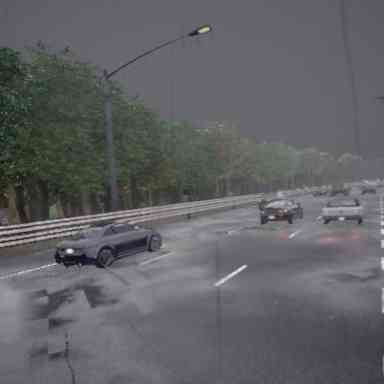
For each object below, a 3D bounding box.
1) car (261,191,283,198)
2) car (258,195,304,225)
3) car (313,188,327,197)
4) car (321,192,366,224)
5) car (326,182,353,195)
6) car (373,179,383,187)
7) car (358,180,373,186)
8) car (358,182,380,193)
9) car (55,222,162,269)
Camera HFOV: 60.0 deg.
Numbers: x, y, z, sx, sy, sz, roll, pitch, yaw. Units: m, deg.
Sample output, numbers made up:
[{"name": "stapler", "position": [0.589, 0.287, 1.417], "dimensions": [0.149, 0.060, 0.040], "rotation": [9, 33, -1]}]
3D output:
[{"name": "car", "position": [7.822, 0.772, 31.536], "dimensions": [2.097, 1.767, 4.553], "rotation": [-4, 0, 30]}, {"name": "car", "position": [5.496, 1.132, 20.288], "dimensions": [1.812, 1.442, 4.674], "rotation": [-4, 0, 30]}, {"name": "car", "position": [21.371, 0.051, 54.945], "dimensions": [1.895, 1.301, 4.718], "rotation": [-4, 0, 31]}, {"name": "car", "position": [8.548, 0.974, 18.579], "dimensions": [1.895, 1.301, 4.718], "rotation": [-4, 0, 30]}, {"name": "car", "position": [21.842, -0.373, 48.976], "dimensions": [2.150, 2.045, 5.566], "rotation": [-4, 0, 31]}, {"name": "car", "position": [42.236, -1.560, 74.109], "dimensions": [2.033, 1.411, 5.357], "rotation": [-4, 0, 35]}, {"name": "car", "position": [39.167, -1.325, 75.809], "dimensions": [2.033, 1.411, 5.357], "rotation": [-4, 0, 35]}, {"name": "car", "position": [27.448, -0.413, 51.494], "dimensions": [1.895, 1.301, 4.718], "rotation": [-4, 0, 32]}, {"name": "car", "position": [-2.943, 1.798, 12.438], "dimensions": [1.994, 1.385, 4.181], "rotation": [-4, 0, 30]}]
